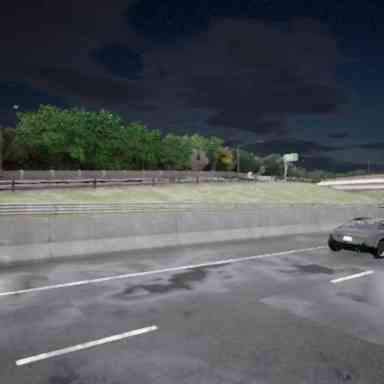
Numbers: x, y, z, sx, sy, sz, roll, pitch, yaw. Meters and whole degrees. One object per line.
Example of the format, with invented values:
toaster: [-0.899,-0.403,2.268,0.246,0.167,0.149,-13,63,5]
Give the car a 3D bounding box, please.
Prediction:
car: [7.381,1.712,13.415,4.181,1.385,1.994,1,0,-35]
